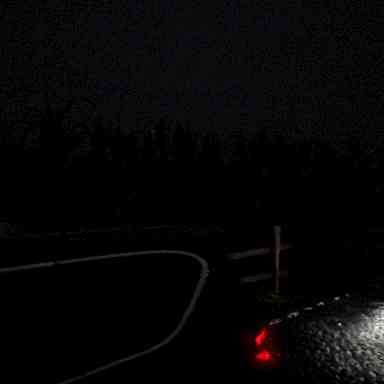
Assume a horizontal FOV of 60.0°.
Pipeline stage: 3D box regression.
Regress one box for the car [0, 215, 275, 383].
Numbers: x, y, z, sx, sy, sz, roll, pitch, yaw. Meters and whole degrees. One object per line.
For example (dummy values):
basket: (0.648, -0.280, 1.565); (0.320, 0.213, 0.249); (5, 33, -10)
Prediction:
car: (-1.996, 1.249, 1.572); (5.566, 2.045, 2.150); (-1, 0, -36)
